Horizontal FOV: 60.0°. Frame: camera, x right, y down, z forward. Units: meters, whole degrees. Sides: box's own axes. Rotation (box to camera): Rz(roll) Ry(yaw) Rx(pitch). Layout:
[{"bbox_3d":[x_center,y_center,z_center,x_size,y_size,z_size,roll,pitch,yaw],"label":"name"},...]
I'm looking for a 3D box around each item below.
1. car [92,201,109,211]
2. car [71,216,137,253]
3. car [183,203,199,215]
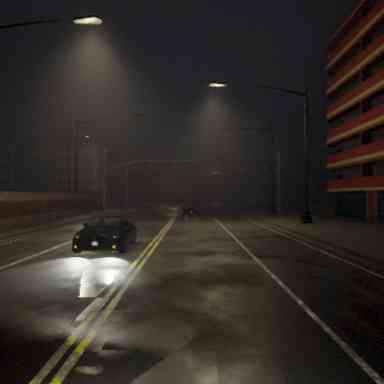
[{"bbox_3d":[-14.723,2.052,48.798,4.892,1.490,1.837,0,-1,1],"label":"car"},{"bbox_3d":[-3.585,1.725,14.252,1.994,1.385,4.181,0,-1,0],"label":"car"},{"bbox_3d":[-0.154,2.049,40.745,1.895,1.301,4.718,0,0,-2],"label":"car"}]
